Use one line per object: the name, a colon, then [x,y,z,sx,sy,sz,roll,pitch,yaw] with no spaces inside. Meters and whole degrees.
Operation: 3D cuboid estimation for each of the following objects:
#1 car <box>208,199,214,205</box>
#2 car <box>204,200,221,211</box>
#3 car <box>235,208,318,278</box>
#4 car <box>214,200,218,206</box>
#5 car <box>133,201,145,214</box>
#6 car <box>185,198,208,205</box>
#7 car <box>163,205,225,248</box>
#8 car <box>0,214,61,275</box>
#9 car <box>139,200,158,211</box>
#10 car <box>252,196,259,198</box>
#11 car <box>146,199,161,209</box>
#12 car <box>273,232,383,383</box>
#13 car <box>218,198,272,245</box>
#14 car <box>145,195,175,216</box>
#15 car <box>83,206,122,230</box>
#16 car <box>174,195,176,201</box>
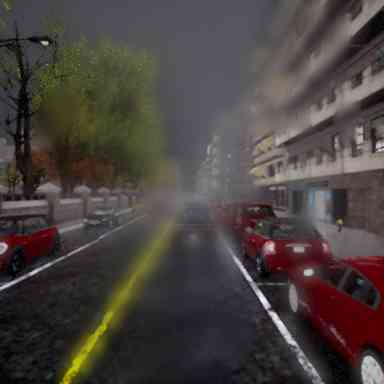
car: [2.696,1.593,38.460,1.967,1.590,4.097,0,0,0]
car: [2.698,1.744,44.090,1.947,1.339,4.313,0,0,0]
car: [2.691,1.480,10.308,1.967,1.590,4.097,0,0,0]
car: [2.693,1.523,21.570,1.967,1.590,4.097,0,0,0]
car: [-5.684,1.678,38.291,1.752,1.417,4.829,0,0,0]
car: [0.093,1.612,30.735,2.128,1.511,4.902,0,0,0]
car: [0.087,1.550,15.031,2.128,1.511,4.902,0,0,0]
car: [-5.689,1.480,10.309,1.967,1.590,4.097,0,0,0]
car: [-5.682,1.729,44.091,2.008,1.369,4.403,0,0,0]
car: [14.630,1.923,76.710,5.009,1.841,2.192,1,-1,0]
car: [-5.682,1.729,49.551,1.752,1.417,4.829,0,0,0]
car: [2.690,1.563,4.679,1.887,1.381,4.507,0,0,0]
car: [2.692,1.376,15.939,2.192,1.841,5.009,0,0,0]
car: [-3.094,1.483,33.491,2.097,1.767,4.553,0,0,0]
car: [-5.687,1.634,21.570,2.008,1.369,4.403,0,0,0]
car: [-5.676,1.735,93.288,2.192,1.841,5.009,0,0,0]
